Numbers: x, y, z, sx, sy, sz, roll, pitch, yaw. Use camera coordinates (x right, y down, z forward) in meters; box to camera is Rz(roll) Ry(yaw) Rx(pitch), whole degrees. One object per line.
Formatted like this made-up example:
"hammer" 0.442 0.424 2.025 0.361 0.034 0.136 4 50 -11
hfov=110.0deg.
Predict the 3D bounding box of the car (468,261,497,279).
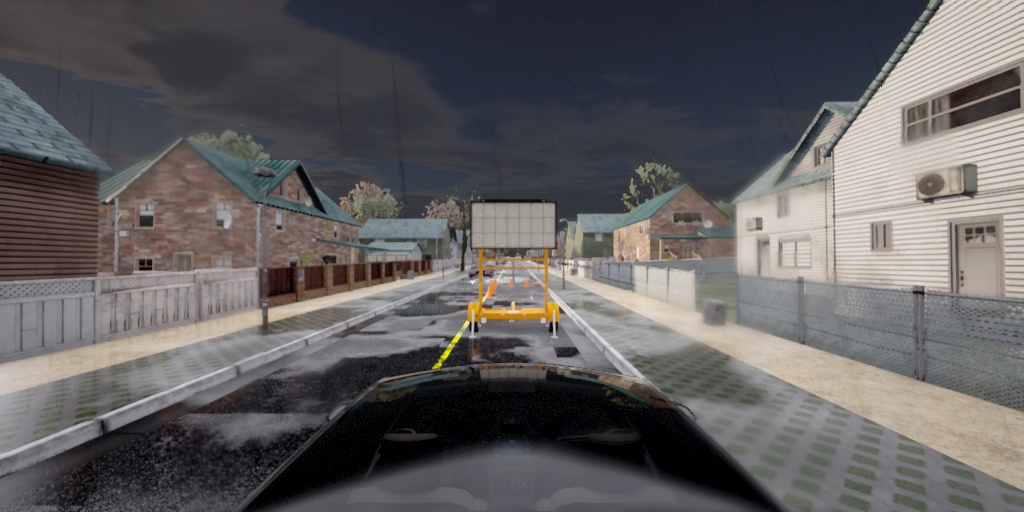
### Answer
"car" -2.696 1.312 31.999 1.994 1.385 4.181 0 0 0

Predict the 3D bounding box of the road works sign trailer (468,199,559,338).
"road works sign trailer" 0.043 0.215 10.128 2.380 3.560 2.880 0 0 0
